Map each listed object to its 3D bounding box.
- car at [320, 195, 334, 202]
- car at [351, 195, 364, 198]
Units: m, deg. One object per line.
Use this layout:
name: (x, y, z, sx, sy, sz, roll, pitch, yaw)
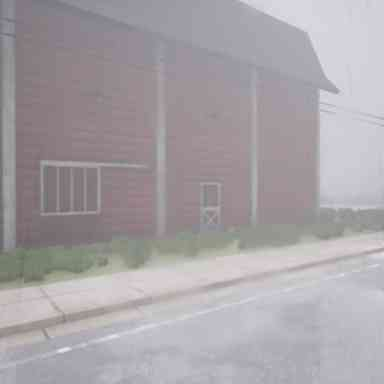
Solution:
car: (20.554, 1.292, 52.318, 4.193, 1.474, 1.816, 0, 0, -36)
car: (30.223, 1.247, 60.887, 3.905, 1.438, 1.784, 0, 0, -36)
